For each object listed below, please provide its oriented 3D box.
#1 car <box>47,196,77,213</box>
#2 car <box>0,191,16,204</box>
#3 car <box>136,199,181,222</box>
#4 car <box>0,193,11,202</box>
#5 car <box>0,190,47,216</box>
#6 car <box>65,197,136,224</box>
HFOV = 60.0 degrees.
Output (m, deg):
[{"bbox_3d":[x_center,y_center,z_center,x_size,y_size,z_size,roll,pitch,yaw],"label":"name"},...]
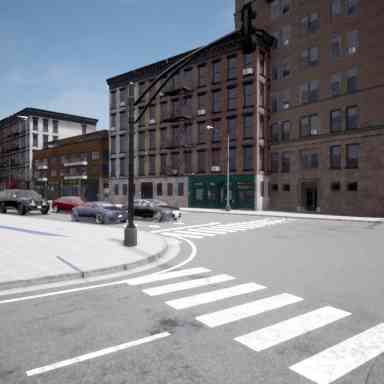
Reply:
[{"bbox_3d":[-10.380,1.125,29.276,5.008,1.535,1.882,1,0,39],"label":"car"},{"bbox_3d":[-27.584,0.786,48.231,4.553,1.767,2.097,1,0,41],"label":"car"},{"bbox_3d":[-2.930,1.239,23.452,4.902,1.511,2.128,1,0,38],"label":"car"},{"bbox_3d":[-33.139,0.897,57.608,4.674,1.442,1.812,1,0,43],"label":"car"},{"bbox_3d":[-14.315,0.829,28.260,5.566,2.045,2.150,1,0,39],"label":"car"},{"bbox_3d":[-6.013,1.281,21.728,4.181,1.385,1.994,1,0,37],"label":"car"}]
